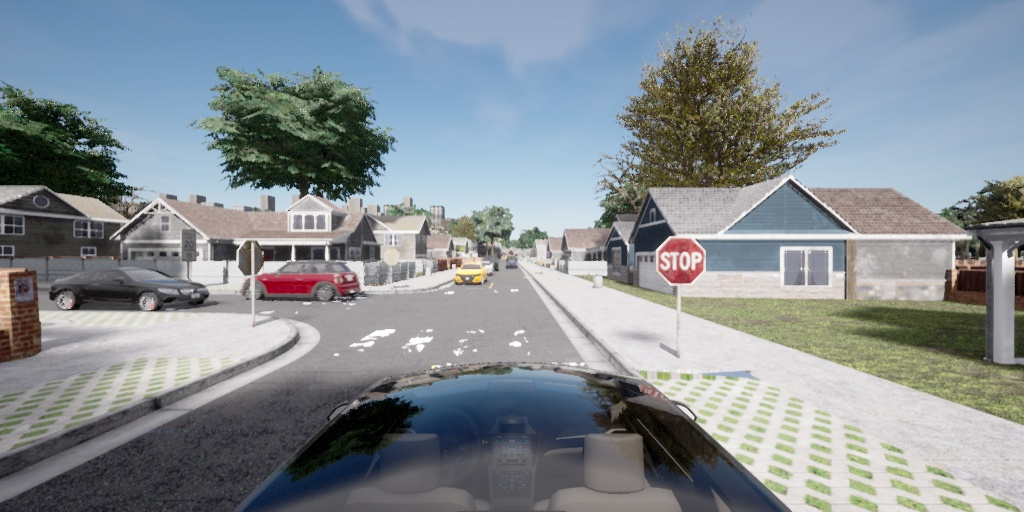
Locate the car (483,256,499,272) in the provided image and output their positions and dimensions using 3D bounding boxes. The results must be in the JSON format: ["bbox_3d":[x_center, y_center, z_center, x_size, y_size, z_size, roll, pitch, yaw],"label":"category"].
[{"bbox_3d":[-2.871,0.974,47.247,2.150,2.045,5.566,0,0,0],"label":"car"}]

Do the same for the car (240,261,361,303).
[{"bbox_3d":[-9.172,0.992,15.671,4.553,1.767,2.097,1,0,3],"label":"car"}]

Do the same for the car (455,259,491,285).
[{"bbox_3d":[-2.901,1.226,26.294,1.882,1.535,5.008,0,0,2],"label":"car"}]

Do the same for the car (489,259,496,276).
[{"bbox_3d":[-2.873,1.274,36.618,1.812,1.442,4.674,0,0,0],"label":"car"}]

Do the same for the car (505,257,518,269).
[{"bbox_3d":[-0.040,1.316,57.180,2.033,1.411,5.357,0,0,0],"label":"car"}]

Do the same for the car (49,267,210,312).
[{"bbox_3d":[-13.450,1.121,12.701,4.674,1.442,1.812,1,0,2],"label":"car"}]
